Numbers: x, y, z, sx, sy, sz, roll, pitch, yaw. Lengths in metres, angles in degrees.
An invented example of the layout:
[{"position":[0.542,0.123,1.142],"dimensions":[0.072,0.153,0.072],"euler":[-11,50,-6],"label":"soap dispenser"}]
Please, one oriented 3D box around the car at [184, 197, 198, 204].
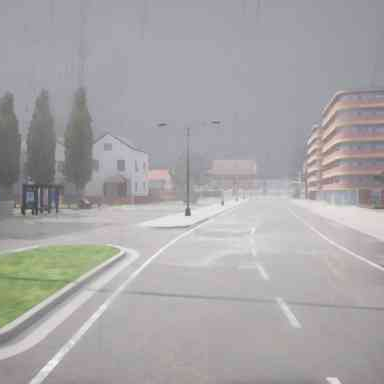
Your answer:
[{"position":[-0.235,1.599,62.809],"dimensions":[1.994,1.385,4.181],"euler":[0,0,13],"label":"car"}]
